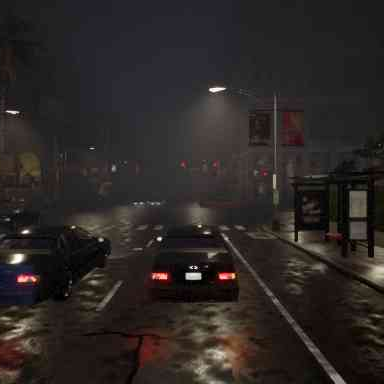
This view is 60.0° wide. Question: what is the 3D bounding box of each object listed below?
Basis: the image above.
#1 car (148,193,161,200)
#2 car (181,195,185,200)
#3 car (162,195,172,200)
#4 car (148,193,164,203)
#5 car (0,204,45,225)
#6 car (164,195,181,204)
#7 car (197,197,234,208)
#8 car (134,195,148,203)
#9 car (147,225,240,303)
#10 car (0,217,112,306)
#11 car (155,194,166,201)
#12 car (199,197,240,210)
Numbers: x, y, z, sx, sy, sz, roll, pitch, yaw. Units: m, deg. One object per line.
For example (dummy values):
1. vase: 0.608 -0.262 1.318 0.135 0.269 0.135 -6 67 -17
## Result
1. car: -10.343 1.225 91.194 2.150 2.045 5.566 0 0 9
2. car: -3.263 1.478 90.989 1.882 1.535 5.008 0 0 12
3. car: -6.822 1.500 91.012 1.837 1.490 4.892 0 0 9
4. car: -7.524 1.553 70.521 1.994 1.385 4.181 0 0 0
5. car: -10.661 1.491 20.046 2.128 1.511 4.902 0 0 1
6. car: -3.855 1.352 65.536 2.097 1.767 4.553 0 0 -1
7. car: 3.579 1.547 50.817 5.357 1.411 2.033 0 0 38
8. car: -11.024 1.553 70.475 1.994 1.385 4.181 0 0 0
9. car: 0.023 1.547 8.435 2.033 1.411 5.357 0 0 0
10. car: -3.477 1.547 8.249 2.033 1.411 5.357 0 0 0
11. car: -7.600 1.355 80.704 2.097 1.767 4.553 0 0 0
12. car: 3.711 1.477 43.321 5.008 1.535 1.882 0 0 -9
